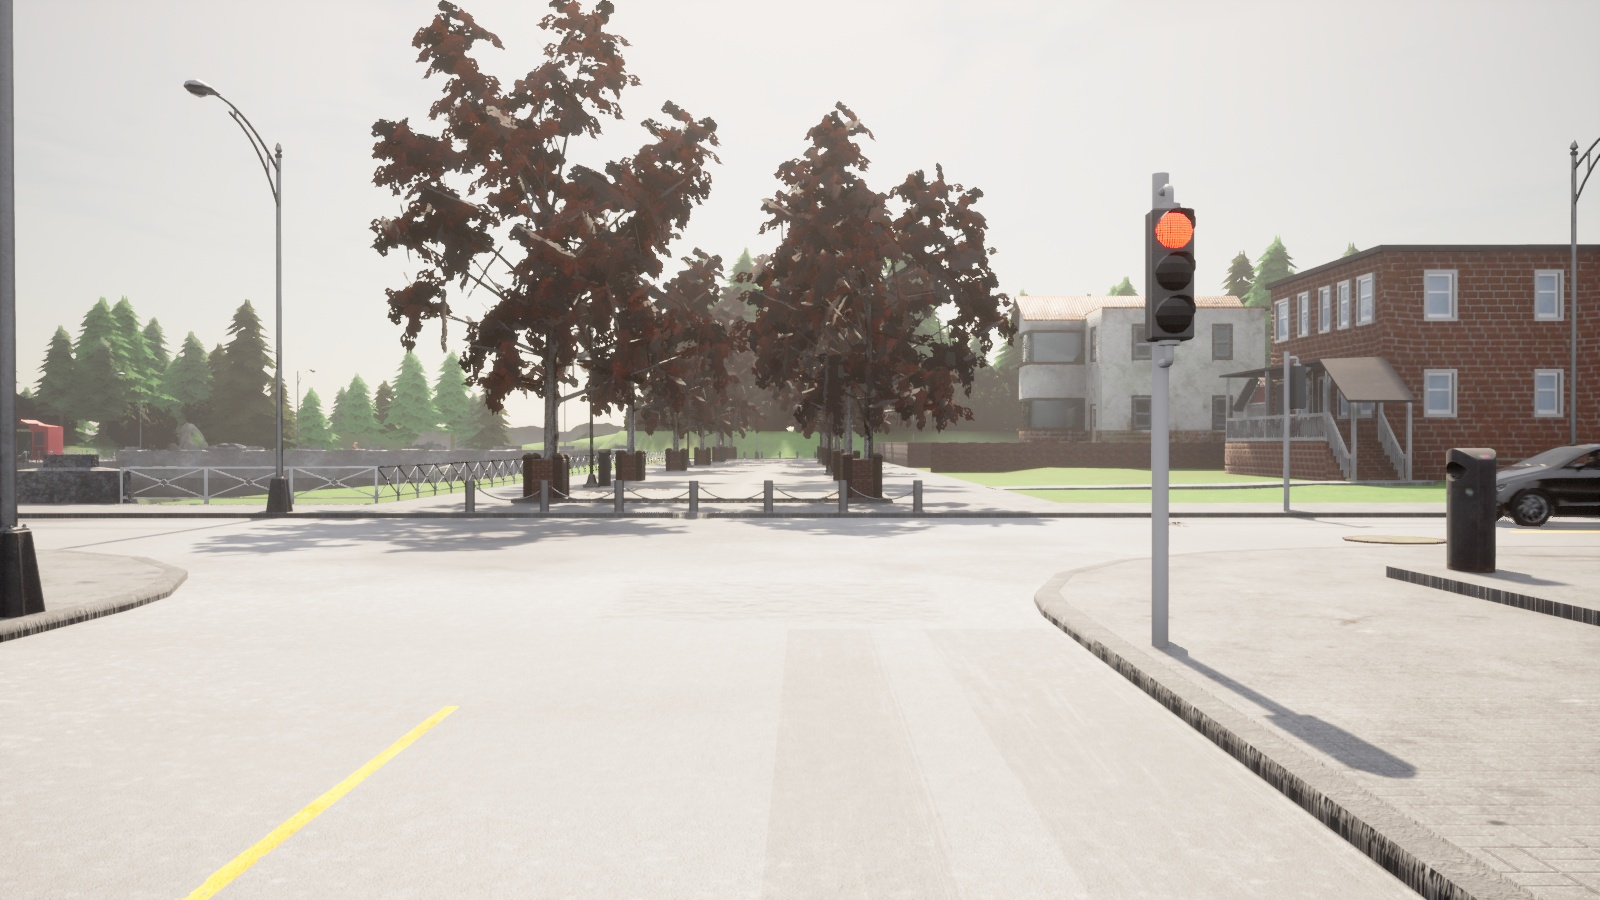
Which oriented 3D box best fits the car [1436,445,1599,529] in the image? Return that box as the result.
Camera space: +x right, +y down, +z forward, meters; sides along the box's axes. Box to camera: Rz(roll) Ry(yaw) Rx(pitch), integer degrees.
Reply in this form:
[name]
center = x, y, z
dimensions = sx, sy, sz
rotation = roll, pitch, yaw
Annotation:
[car]
center = 14.094, 0.643, 22.784
dimensions = 4.193, 1.474, 1.816
rotation = 0, 0, 2
